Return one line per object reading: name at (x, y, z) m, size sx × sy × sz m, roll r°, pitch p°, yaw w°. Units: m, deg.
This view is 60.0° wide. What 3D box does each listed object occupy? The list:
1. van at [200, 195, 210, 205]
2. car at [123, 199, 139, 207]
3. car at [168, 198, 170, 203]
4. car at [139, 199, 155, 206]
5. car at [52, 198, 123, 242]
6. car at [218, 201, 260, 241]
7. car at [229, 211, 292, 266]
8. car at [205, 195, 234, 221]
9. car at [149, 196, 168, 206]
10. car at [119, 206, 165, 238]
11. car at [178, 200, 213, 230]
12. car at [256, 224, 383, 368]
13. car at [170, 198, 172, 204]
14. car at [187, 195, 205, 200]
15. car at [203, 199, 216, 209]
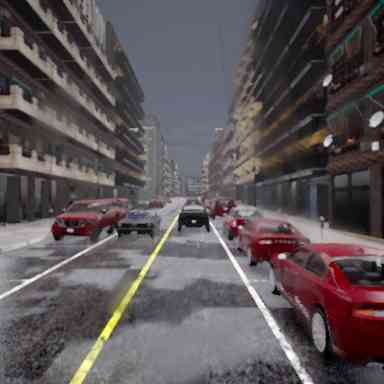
van at (2.576, 1.601, 66.701) m, size 1.690 × 1.788 × 3.998 m, roll 1°, pitch 0°, yaw 0°
car at (-5.283, 1.377, 22.512) m, size 2.192 × 1.841 × 5.009 m, roll 1°, pitch 0°, yaw 0°
car at (-5.278, 1.744, 55.695) m, size 1.887 × 1.381 × 4.507 m, roll 1°, pitch 0°, yaw 0°
car at (-5.286, 1.665, 33.574) m, size 1.947 × 1.339 × 4.313 m, roll 1°, pitch 0°, yaw 0°
car at (-5.285, 1.360, 16.982) m, size 2.192 × 1.841 × 5.009 m, roll 1°, pitch 0°, yaw 0°
car at (2.599, 1.484, 16.918) m, size 1.967 × 1.590 × 4.097 m, roll 1°, pitch 0°, yaw 0°
car at (2.588, 1.573, 11.386) m, size 1.887 × 1.381 × 4.507 m, roll 1°, pitch 0°, yaw 0°
car at (2.564, 1.394, 27.980) m, size 2.192 × 1.841 × 5.009 m, roll 1°, pitch 0°, yaw 0°
car at (-5.275, 1.486, 50.164) m, size 2.192 × 1.841 × 5.009 m, roll 1°, pitch 0°, yaw 0°
car at (-2.744, 1.648, 18.028) m, size 1.895 × 1.301 × 4.718 m, roll 0°, pitch 0°, yaw 0°
car at (0.106, 1.535, 21.436) m, size 1.882 × 1.535 × 5.008 m, roll 0°, pitch 0°, yaw 0°
car at (2.586, 1.559, 5.856) m, size 1.887 × 1.381 × 4.507 m, roll 1°, pitch 0°, yaw 0°
car at (-5.274, 1.876, 72.288) m, size 1.802 × 1.307 × 4.206 m, roll 1°, pitch 0°, yaw 0°
car at (0.114, 1.473, 38.957) m, size 2.097 × 1.767 × 4.553 m, roll 0°, pitch 0°, yaw 0°
car at (2.566, 1.752, 50.105) m, size 1.802 × 1.307 × 4.206 m, roll 1°, pitch 0°, yaw 0°
